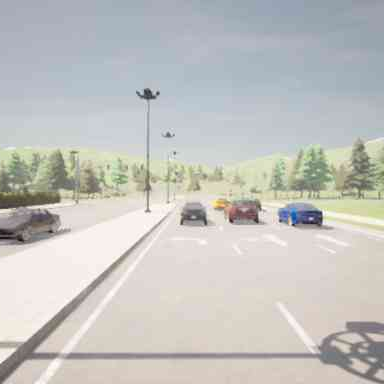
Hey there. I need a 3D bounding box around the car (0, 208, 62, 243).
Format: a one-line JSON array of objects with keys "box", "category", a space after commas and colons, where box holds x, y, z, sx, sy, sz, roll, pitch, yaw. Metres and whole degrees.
[{"box": [-8.095, 1.494, 16.128, 2.033, 1.411, 5.357, 0, 0, 0], "category": "car"}]

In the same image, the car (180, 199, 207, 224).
[{"box": [0.111, 1.463, 23.943, 1.812, 1.442, 4.674, 0, 0, 0], "category": "car"}]

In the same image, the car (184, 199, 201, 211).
[{"box": [0.064, 1.499, 39.429, 1.895, 1.301, 4.718, 0, 0, 0], "category": "car"}]

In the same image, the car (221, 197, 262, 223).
[{"box": [3.610, 1.292, 25.022, 2.097, 1.767, 4.553, 0, 0, 0], "category": "car"}]

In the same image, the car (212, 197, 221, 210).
[{"box": [3.557, 1.377, 40.964, 1.882, 1.535, 5.008, 0, 0, 0], "category": "car"}]

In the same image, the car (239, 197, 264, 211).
[{"box": [7.061, 1.398, 39.876, 2.128, 1.511, 4.902, 0, 0, 0], "category": "car"}]

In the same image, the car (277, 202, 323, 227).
[{"box": [7.107, 1.430, 22.347, 1.882, 1.535, 5.008, 0, 0, 0], "category": "car"}]
